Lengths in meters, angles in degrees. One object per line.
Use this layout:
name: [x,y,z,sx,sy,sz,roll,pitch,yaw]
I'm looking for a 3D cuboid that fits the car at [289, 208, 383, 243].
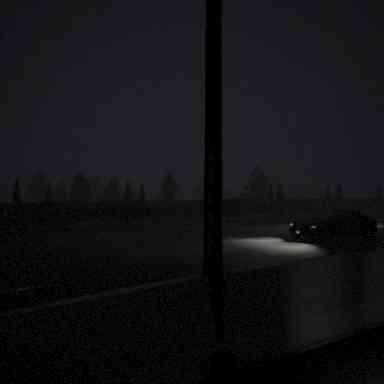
car: [6.773,1.497,15.816,4.674,1.442,1.812,0,0,-27]
